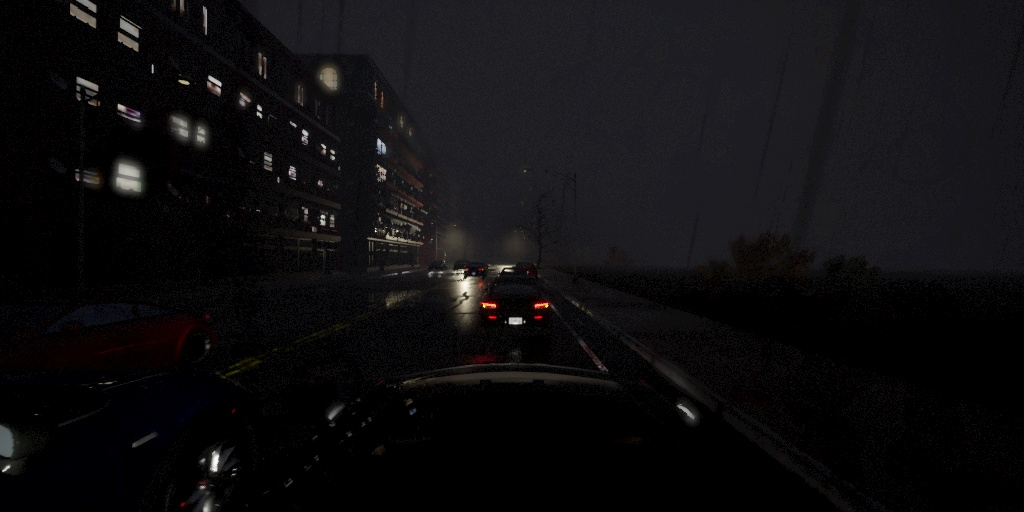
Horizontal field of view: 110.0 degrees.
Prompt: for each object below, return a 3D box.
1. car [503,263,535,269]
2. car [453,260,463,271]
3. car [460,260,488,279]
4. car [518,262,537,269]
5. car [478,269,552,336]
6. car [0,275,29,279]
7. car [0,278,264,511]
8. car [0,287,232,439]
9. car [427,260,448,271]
[{"bbox_3d":[0.062,1.317,20.449,1.994,1.385,4.181,0,0,0],"label":"car"},{"bbox_3d":[-6.694,1.231,48.067,1.882,1.535,5.008,0,0,0],"label":"car"},{"bbox_3d":[-3.214,1.279,32.317,1.812,1.442,4.674,0,0,0],"label":"car"},{"bbox_3d":[1.079,1.232,29.977,1.882,1.535,5.008,0,0,0],"label":"car"},{"bbox_3d":[0.074,1.277,10.282,1.812,1.442,4.674,0,0,0],"label":"car"},{"bbox_3d":[-9.858,1.102,5.190,2.097,1.767,4.553,0,0,0],"label":"car"},{"bbox_3d":[-3.151,1.102,1.165,2.097,1.767,4.553,0,0,0],"label":"car"},{"bbox_3d":[-6.610,1.314,5.086,1.994,1.385,4.181,0,0,0],"label":"car"},{"bbox_3d":[-9.946,1.301,48.447,2.033,1.411,5.357,0,0,0],"label":"car"}]
